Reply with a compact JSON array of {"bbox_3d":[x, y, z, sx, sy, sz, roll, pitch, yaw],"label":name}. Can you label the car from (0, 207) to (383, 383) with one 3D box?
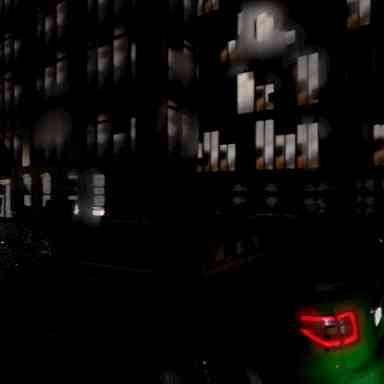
[{"bbox_3d":[-0.445,1.233,4.681,5.566,2.045,2.150,0,0,36],"label":"car"}]
